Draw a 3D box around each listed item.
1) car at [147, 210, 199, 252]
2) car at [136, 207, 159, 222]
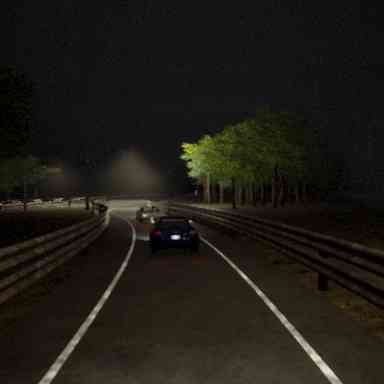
[{"bbox_3d":[-0.884,1.732,14.759,1.994,1.385,4.181,0,-1,-7],"label":"car"},{"bbox_3d":[-3.908,1.956,29.731,1.895,1.301,4.718,0,-1,-15],"label":"car"}]
